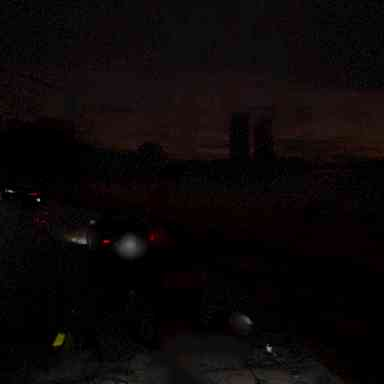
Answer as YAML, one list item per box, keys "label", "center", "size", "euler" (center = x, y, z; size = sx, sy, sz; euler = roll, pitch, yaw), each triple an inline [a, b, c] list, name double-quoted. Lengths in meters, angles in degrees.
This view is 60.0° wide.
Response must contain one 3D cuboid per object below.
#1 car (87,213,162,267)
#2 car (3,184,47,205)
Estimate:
- label: "car"
  center: [-2.364, 1.385, 11.033]
  size: [1.994, 1.385, 4.181]
  euler: [-1, 2, -20]
- label: "car"
  center: [-13.314, 0.108, 26.423]
  size: [4.892, 1.490, 1.837]
  euler: [7, 5, 40]
